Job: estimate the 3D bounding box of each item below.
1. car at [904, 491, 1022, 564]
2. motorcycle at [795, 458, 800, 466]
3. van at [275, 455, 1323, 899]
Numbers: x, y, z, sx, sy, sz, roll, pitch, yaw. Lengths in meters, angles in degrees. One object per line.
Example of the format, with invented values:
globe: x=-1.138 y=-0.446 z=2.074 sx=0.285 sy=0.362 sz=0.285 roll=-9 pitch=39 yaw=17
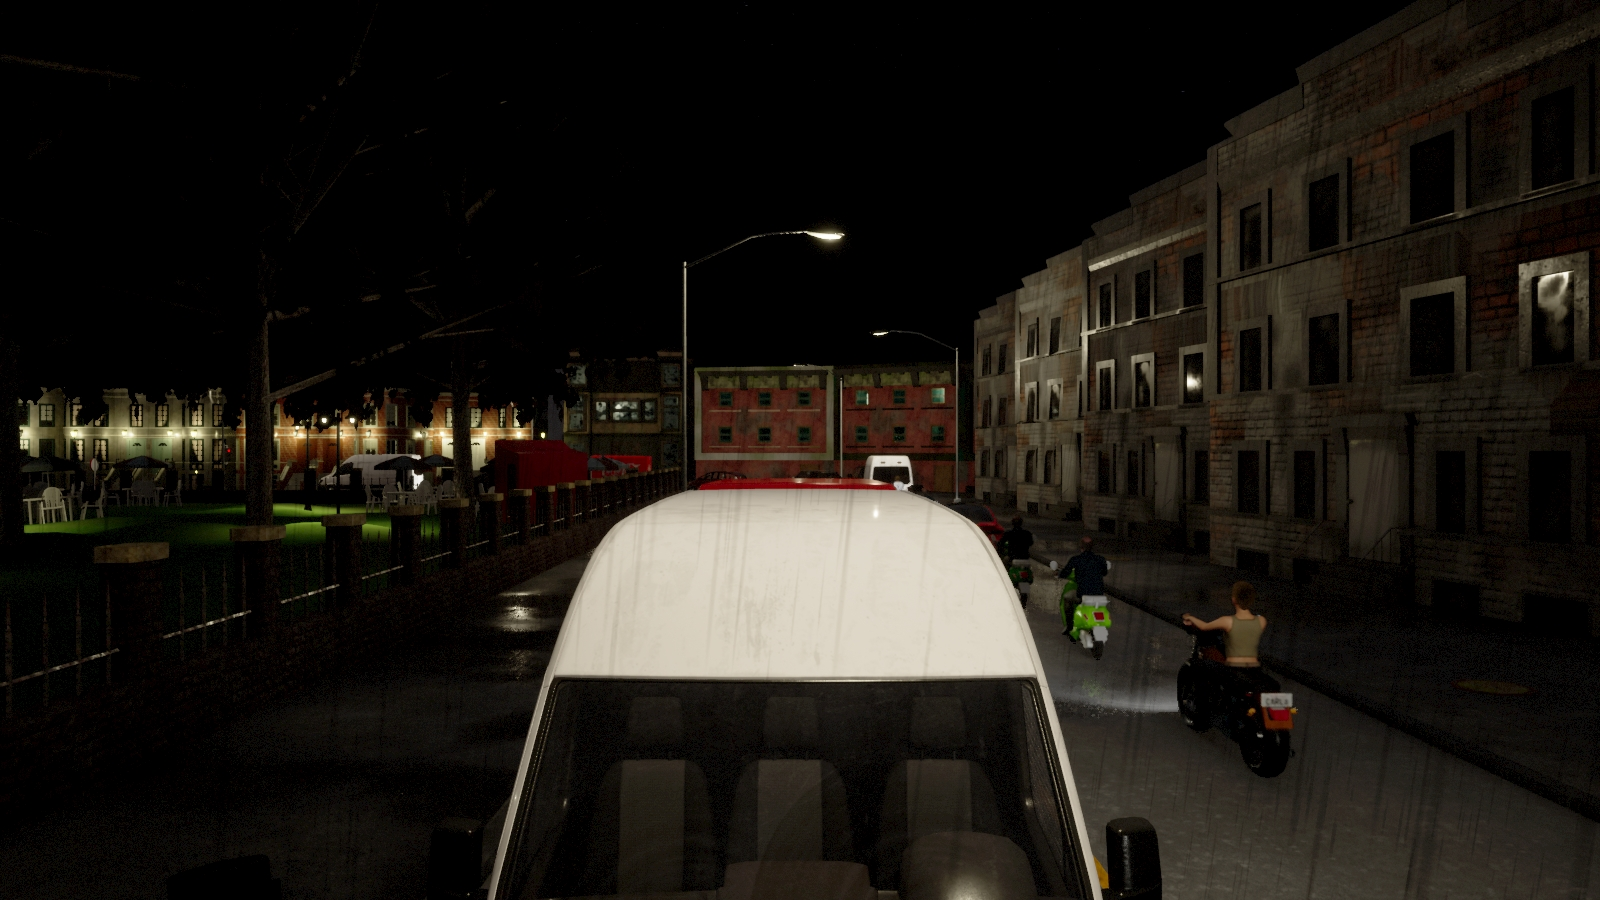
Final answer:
car: x=3.915 y=1.841 z=28.338 sx=2.231 sy=1.480 sz=4.892 roll=0 pitch=0 yaw=0
motorcycle: x=-0.383 y=1.962 z=183.093 sx=0.856 sy=1.236 sz=1.805 roll=0 pitch=0 yaw=0
van: x=-0.006 y=1.314 z=5.127 sx=1.988 sy=2.561 sz=5.915 roll=0 pitch=0 yaw=0
